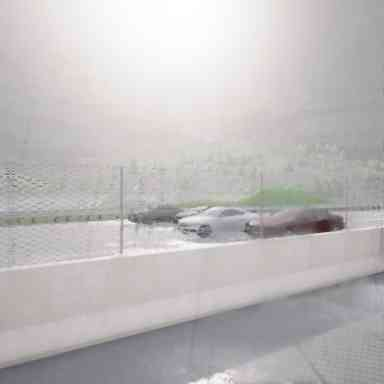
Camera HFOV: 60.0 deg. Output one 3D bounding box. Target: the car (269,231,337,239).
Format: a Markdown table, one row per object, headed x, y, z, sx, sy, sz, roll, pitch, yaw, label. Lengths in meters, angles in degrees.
| x | y | z | sx | sy | sz | roll | pitch | yaw | label |
| --- | --- | --- | --- | --- | --- | --- | --- | --- | --- |
| 4.842 | 1.458 | 15.329 | 5.008 | 1.535 | 1.882 | 0 | 0 | -31 | car |
